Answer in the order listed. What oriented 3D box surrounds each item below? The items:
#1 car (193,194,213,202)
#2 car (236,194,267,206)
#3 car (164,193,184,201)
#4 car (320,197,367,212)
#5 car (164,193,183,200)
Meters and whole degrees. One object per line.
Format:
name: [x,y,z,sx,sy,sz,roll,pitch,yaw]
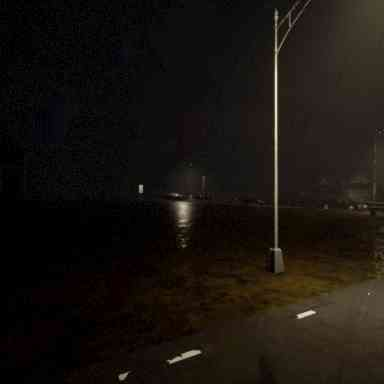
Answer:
car: [2.039,1.098,62.698,1.837,1.490,4.892,2,-1,-35]
car: [8.432,1.132,47.457,1.837,1.490,4.892,2,0,-35]
car: [-3.452,1.069,64.391,1.895,1.301,4.718,2,-1,-35]
car: [16.421,1.292,36.172,1.837,1.490,4.892,2,0,-35]
car: [-4.001,0.954,71.225,1.895,1.301,4.718,2,-1,-35]
